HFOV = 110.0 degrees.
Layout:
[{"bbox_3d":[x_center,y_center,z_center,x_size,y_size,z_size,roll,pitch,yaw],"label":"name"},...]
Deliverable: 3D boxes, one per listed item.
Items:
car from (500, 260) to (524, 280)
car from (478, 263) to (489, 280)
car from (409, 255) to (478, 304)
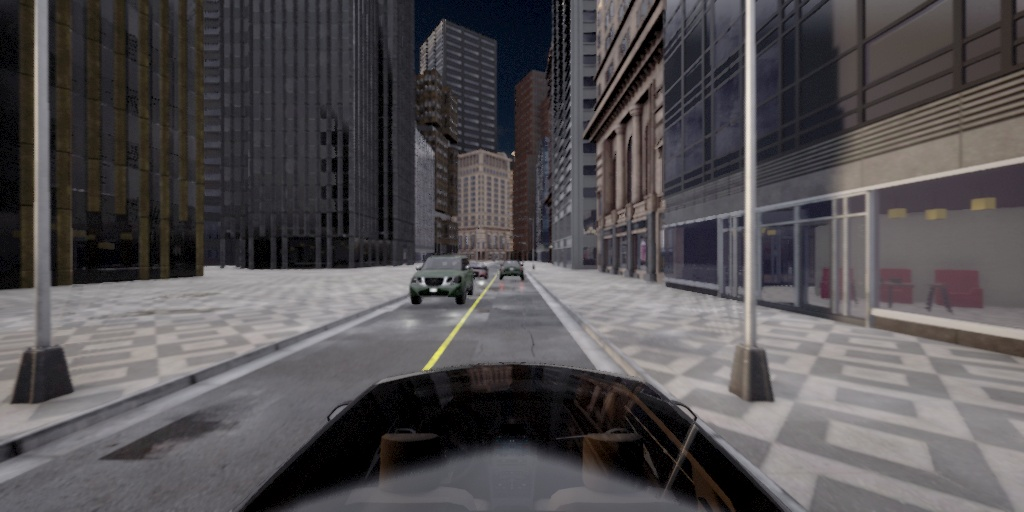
[{"bbox_3d":[-0.001,1.102,31.913,2.097,1.767,4.553,0,0,0],"label":"car"},{"bbox_3d":[-3.062,1.320,31.483,1.994,1.385,4.181,0,0,0],"label":"car"},{"bbox_3d":[-3.027,0.964,16.559,2.150,2.045,5.566,0,0,0],"label":"car"}]
